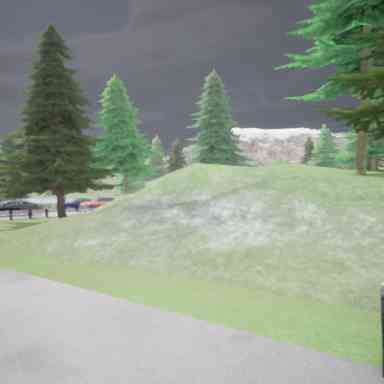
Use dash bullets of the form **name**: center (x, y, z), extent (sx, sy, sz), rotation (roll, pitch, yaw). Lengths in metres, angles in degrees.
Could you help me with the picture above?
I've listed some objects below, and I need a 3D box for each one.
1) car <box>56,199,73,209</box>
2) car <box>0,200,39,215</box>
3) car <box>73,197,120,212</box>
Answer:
- **car**: center (-13.479, 1.455, 39.414), extent (5.008, 1.535, 1.882), rotation (0, 0, -42)
- **car**: center (-16.916, 1.474, 31.022), extent (2.128, 1.511, 4.902), rotation (0, 0, 43)
- **car**: center (-10.412, 1.337, 37.452), extent (4.553, 1.767, 2.097), rotation (0, 0, -41)
